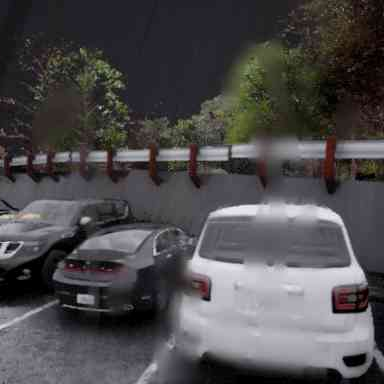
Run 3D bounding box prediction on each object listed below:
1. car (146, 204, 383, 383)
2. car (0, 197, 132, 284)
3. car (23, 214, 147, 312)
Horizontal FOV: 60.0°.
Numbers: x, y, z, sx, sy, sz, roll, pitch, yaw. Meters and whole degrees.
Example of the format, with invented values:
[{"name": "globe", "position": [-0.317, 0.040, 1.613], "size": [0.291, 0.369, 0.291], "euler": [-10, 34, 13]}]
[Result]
[{"name": "car", "position": [1.461, 1.222, 5.860], "size": [2.435, 2.045, 5.566], "euler": [0, -1, 15]}, {"name": "car", "position": [-3.480, 1.180, 9.314], "size": [2.435, 2.045, 5.566], "euler": [1, 0, 16]}, {"name": "car", "position": [-1.026, 1.453, 7.579], "size": [2.231, 1.521, 4.892], "euler": [0, -1, 16]}]
